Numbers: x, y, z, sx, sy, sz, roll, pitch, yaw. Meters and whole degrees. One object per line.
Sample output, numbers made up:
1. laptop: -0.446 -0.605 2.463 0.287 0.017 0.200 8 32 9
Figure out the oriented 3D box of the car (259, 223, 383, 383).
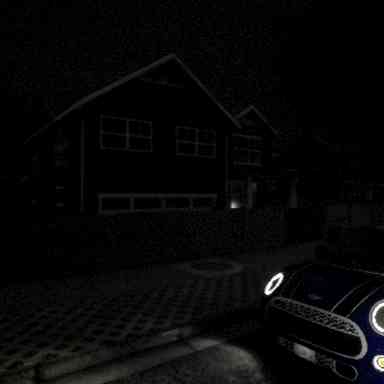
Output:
1. car: 3.193 1.344 5.320 4.553 1.767 2.097 0 0 -35
